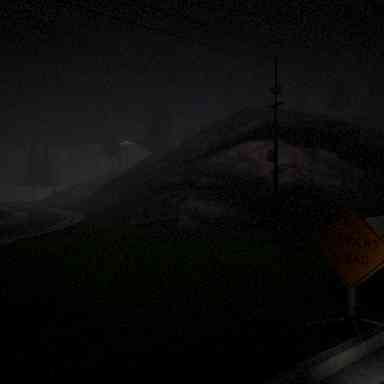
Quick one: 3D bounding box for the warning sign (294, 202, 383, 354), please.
[{"bbox_3d":[2.425,1.114,5.046,1.060,1.860,1.300,0,0,-35],"label":"warning sign"}]
